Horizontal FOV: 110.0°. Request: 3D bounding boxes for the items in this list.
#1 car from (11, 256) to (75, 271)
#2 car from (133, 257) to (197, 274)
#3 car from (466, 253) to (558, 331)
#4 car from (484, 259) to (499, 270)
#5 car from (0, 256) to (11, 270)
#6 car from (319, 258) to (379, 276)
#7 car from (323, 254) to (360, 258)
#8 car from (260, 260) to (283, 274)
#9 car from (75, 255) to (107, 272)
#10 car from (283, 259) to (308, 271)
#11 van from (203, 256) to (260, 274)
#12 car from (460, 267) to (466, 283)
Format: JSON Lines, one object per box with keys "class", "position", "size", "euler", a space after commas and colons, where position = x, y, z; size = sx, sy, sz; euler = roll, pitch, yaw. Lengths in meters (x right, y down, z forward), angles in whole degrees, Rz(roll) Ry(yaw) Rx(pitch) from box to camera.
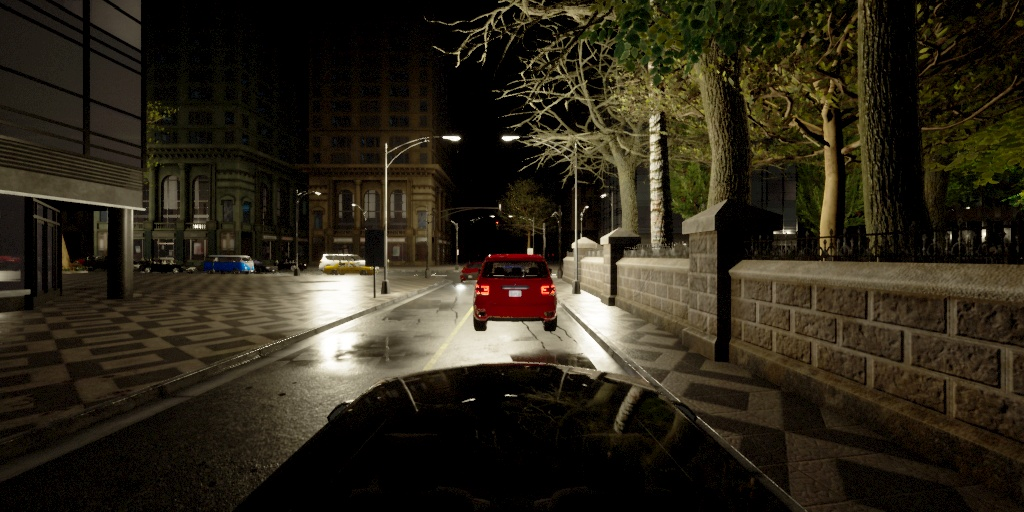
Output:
{"class": "car", "position": [-43.040, 0.798, 33.544], "size": [4.829, 1.417, 1.751], "euler": [0, 0, 0]}
{"class": "car", "position": [-31.970, 0.979, 33.479], "size": [4.403, 1.370, 2.007], "euler": [0, 0, 0]}
{"class": "car", "position": [0.099, 0.971, 11.067], "size": [2.150, 2.045, 5.566], "euler": [0, 0, 0]}
{"class": "car", "position": [-3.119, 1.220, 54.058], "size": [2.033, 1.411, 5.357], "euler": [0, 0, -4]}
{"class": "car", "position": [-48.827, 0.740, 33.577], "size": [4.403, 1.370, 2.007], "euler": [0, 0, 0]}
{"class": "car", "position": [-14.941, 1.145, 33.380], "size": [4.829, 1.417, 1.751], "euler": [0, 0, 0]}
{"class": "car", "position": [-16.372, 0.829, 36.053], "size": [5.566, 2.045, 2.150], "euler": [1, 0, 1]}
{"class": "car", "position": [-26.605, 1.042, 36.114], "size": [5.357, 1.411, 2.033], "euler": [1, 0, 1]}
{"class": "car", "position": [-40.136, 0.806, 36.214], "size": [4.902, 1.511, 2.128], "euler": [1, 0, 1]}
{"class": "car", "position": [-26.312, 1.064, 41.972], "size": [4.313, 1.339, 1.948], "euler": [0, 0, 0]}
{"class": "van", "position": [-26.352, 0.839, 33.446], "size": [3.998, 1.789, 1.690], "euler": [0, 0, 0]}
{"class": "car", "position": [-2.722, 1.227, 28.117], "size": [1.882, 1.535, 5.008], "euler": [0, 0, 6]}
